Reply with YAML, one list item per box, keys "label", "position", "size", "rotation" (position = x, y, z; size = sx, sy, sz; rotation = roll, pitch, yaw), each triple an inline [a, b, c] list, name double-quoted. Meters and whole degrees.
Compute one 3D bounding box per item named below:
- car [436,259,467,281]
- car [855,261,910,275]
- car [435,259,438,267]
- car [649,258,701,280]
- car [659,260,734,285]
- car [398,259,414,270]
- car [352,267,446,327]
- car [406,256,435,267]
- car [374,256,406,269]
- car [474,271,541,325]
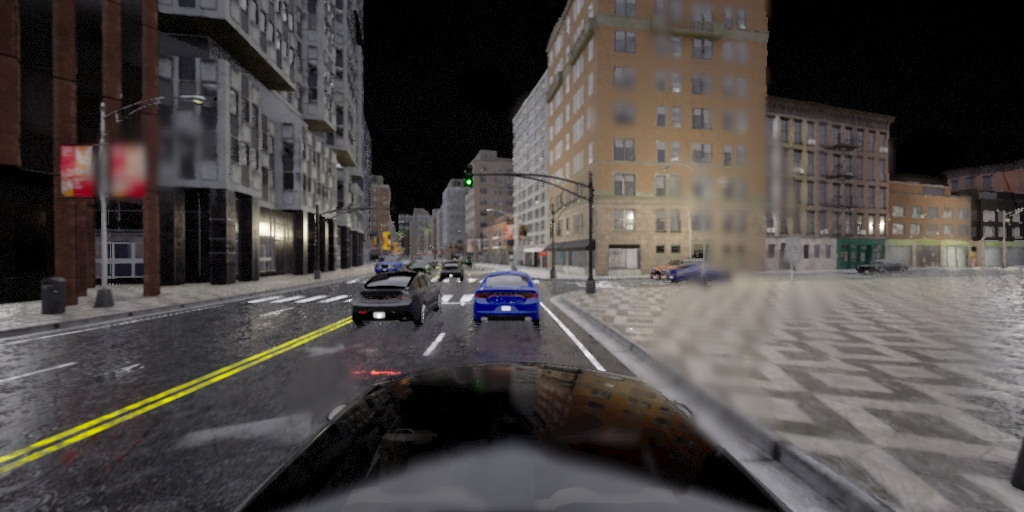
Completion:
- label: "car"
  position: [-4.984, 1.259, 30.078]
  size: [1.837, 1.490, 4.892]
  rotation: [0, 0, -6]
- label: "car"
  position: [35.691, 1.159, 34.548]
  size: [4.718, 1.301, 1.895]
  rotation: [0, 0, -17]
- label: "car"
  position: [-12.606, 0.998, 54.056]
  size: [2.150, 2.045, 5.566]
  rotation: [0, 0, -13]
- label: "car"
  position: [12.929, 1.007, 27.670]
  size: [4.553, 1.767, 2.097]
  rotation: [0, 0, -17]
- label: "car"
  position: [12.691, 1.203, 24.308]
  size: [4.674, 1.442, 1.812]
  rotation: [0, 0, -17]
- label: "car"
  position: [-15.835, 1.259, 53.614]
  size: [1.882, 1.535, 5.008]
  rotation: [0, 0, -12]
- label: "car"
  position: [-3.472, 1.257, 11.514]
  size: [1.837, 1.490, 4.892]
  rotation: [0, 0, -2]
- label: "car"
  position: [-9.528, 1.115, 37.701]
  size: [2.097, 1.767, 4.553]
  rotation: [0, 0, -9]
- label: "car"
  position: [-12.774, 0.988, 37.493]
  size: [2.150, 2.045, 5.566]
  rotation: [0, 0, -9]
- label: "car"
  position: [-0.094, 1.227, 11.868]
  size: [1.882, 1.535, 5.008]
  rotation: [0, 0, 1]
